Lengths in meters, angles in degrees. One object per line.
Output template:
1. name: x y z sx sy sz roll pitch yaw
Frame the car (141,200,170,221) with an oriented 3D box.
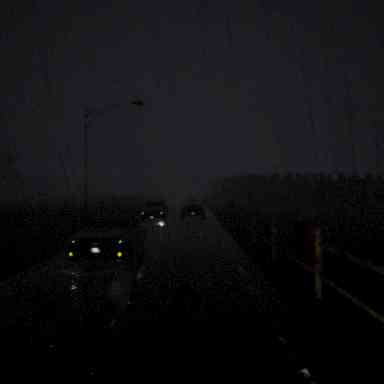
1. car: -2.747 1.342 25.657 2.033 1.411 5.357 0 0 1

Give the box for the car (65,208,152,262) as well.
1. car: -2.784 1.473 11.597 1.994 1.385 4.181 0 0 1

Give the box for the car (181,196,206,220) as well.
1. car: 0.085 1.317 26.040 1.812 1.442 4.674 0 1 0
